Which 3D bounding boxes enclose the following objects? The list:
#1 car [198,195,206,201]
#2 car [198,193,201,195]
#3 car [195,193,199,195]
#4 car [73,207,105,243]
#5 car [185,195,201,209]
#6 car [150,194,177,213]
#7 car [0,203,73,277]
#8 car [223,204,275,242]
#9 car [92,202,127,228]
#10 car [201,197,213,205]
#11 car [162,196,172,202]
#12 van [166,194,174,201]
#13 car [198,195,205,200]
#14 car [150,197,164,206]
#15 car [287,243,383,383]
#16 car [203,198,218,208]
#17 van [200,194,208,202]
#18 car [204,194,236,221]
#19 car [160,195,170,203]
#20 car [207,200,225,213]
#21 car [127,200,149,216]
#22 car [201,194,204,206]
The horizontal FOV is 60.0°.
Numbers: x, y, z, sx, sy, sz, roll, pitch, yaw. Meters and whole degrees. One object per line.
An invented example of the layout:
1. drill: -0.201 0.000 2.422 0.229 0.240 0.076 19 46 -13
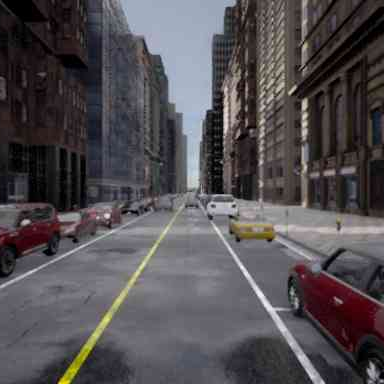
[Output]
1. car: 2.699 1.572 88.786 1.887 1.381 4.507 0 0 0
2. car: 2.714 1.455 66.379 1.967 1.590 4.097 0 0 0
3. car: -0.045 1.521 66.013 1.837 1.490 4.892 0 0 0
4. car: -5.776 1.579 15.944 1.802 1.307 4.206 0 0 0
5. car: -0.020 1.551 45.979 2.033 1.411 5.357 0 0 0
6. car: -3.120 1.352 37.505 2.097 1.767 4.553 0 0 0
7. car: -5.773 1.313 10.342 2.192 1.841 5.009 0 0 0
8. car: 2.749 1.523 16.134 1.752 1.417 4.829 0 0 0
9. car: -5.780 1.437 21.545 1.967 1.590 4.097 0 0 0
10. car: 2.718 1.578 60.777 1.947 1.339 4.313 0 0 0
11. car: -5.818 1.565 77.566 1.887 1.381 4.507 0 0 0
12. van: -5.827 1.367 88.772 1.690 1.788 3.998 0 0 0
13. car: 2.695 1.575 94.388 1.887 1.381 4.507 0 0 0
14. car: -5.803 1.553 55.158 1.887 1.381 4.507 0 0 0
15. car: 2.756 1.440 4.760 1.967 1.590 4.097 0 0 0
16. car: 2.726 1.572 49.574 1.947 1.339 4.313 0 0 0
17. van: 2.706 1.362 77.582 1.690 1.788 3.998 0 0 0
18. car: 2.375 1.218 27.533 2.150 2.045 5.566 0 0 0
19. car: -5.815 1.457 71.965 1.967 1.590 4.097 0 0 0
20. car: 2.734 1.583 38.370 1.802 1.307 4.206 0 0 0
21. car: -5.788 1.564 32.750 1.947 1.339 4.313 0 0 0
22. car: 2.729 1.318 43.972 2.192 1.841 5.009 0 0 0
